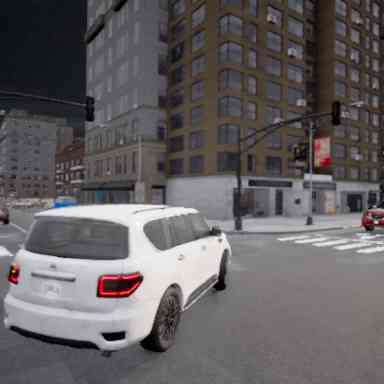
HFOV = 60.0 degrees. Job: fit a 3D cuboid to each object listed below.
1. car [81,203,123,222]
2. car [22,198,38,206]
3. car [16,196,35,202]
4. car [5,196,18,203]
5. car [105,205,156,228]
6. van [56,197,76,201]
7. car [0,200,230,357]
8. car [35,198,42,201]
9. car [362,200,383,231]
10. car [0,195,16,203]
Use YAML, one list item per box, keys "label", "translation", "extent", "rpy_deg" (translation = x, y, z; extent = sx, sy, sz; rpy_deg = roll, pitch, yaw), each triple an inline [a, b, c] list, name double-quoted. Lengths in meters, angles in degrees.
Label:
- label: "car"
  translation: [-7.716, 1.663, 28.227]
  extent: [2.008, 1.369, 4.403]
  rpy_deg: [1, -1, -35]
- label: "car"
  translation: [-27.319, 1.699, 55.972]
  extent: [1.802, 1.307, 4.206]
  rpy_deg: [1, -1, -35]
- label: "car"
  translation: [-24.046, 1.680, 46.950]
  extent: [1.895, 1.301, 4.718]
  rpy_deg: [1, -1, -35]
- label: "car"
  translation: [-40.388, 1.673, 74.469]
  extent: [2.008, 1.369, 4.403]
  rpy_deg: [1, -1, -35]
- label: "car"
  translation: [-4.449, 1.677, 23.603]
  extent: [1.947, 1.339, 4.313]
  rpy_deg: [1, -1, -35]
- label: "van"
  translation: [-14.248, 1.454, 37.477]
  extent: [1.690, 1.788, 3.998]
  rpy_deg: [1, -1, -35]
- label: "car"
  translation: [-0.800, 1.251, 6.534]
  extent: [2.150, 2.045, 5.566]
  rpy_deg: [2, 0, 19]
- label: "car"
  translation: [-24.150, 1.641, 51.487]
  extent: [1.752, 1.417, 4.829]
  rpy_deg: [1, -1, -35]
- label: "car"
  translation: [13.026, 1.431, 20.916]
  extent: [5.566, 2.045, 2.150]
  rpy_deg: [1, 0, -34]
- label: "car"
  translation: [-14.267, 1.314, 23.599]
  extent: [2.192, 1.841, 5.009]
  rpy_deg: [1, -1, -35]
